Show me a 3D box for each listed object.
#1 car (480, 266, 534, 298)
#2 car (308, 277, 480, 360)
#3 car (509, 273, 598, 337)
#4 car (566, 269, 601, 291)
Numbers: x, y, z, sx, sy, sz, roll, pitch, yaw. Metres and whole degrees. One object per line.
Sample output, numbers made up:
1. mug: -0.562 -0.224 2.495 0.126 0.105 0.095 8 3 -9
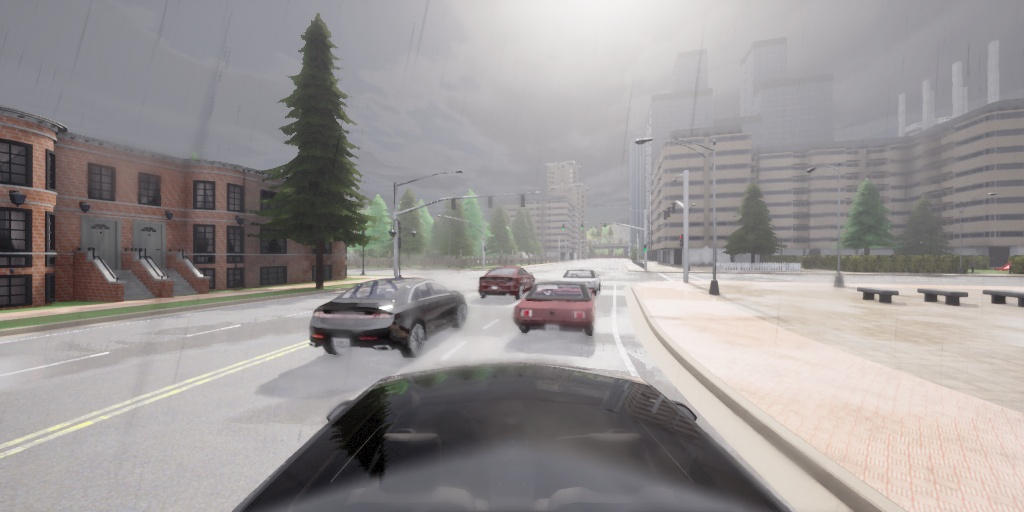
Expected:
1. car: -0.111 1.230 18.084 1.882 1.535 5.008 0 0 15
2. car: -2.482 1.243 8.453 2.128 1.511 4.902 0 0 9
3. car: 1.443 1.352 10.331 1.895 1.301 4.718 0 0 13
4. car: 3.774 1.354 19.423 1.895 1.301 4.718 0 0 17
